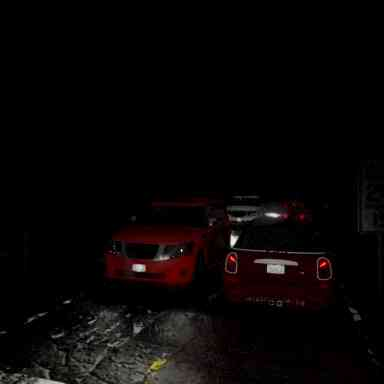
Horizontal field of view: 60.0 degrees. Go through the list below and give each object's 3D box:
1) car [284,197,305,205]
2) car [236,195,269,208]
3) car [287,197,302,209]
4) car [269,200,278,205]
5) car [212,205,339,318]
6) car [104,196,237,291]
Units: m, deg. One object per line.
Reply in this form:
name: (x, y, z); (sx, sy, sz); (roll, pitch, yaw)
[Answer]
car: (11.239, 1.377, 36.567); (2.097, 1.767, 4.553); (0, 0, 18)
car: (3.512, 1.236, 21.723); (2.150, 2.045, 5.566); (0, 0, 17)
car: (14.241, 1.508, 46.212); (1.882, 1.535, 5.008); (0, 0, 18)
car: (8.662, 1.626, 37.839); (1.895, 1.301, 4.718); (0, 0, 18)
car: (2.090, 1.357, 7.788); (2.097, 1.767, 4.553); (0, 0, 18)
car: (-0.299, 1.227, 9.567); (2.150, 2.045, 5.566); (0, 0, 17)
